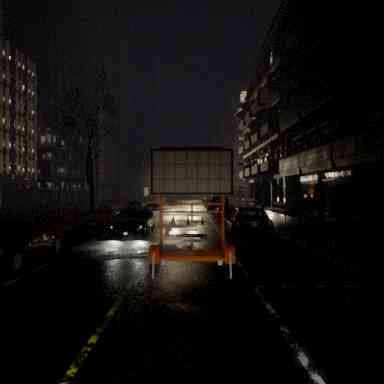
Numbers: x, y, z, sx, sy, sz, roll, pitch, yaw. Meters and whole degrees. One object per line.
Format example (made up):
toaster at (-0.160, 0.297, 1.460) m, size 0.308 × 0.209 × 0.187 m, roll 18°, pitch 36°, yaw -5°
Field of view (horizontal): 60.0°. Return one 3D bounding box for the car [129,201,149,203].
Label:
car at (-5.688, 1.594, 32.861) m, size 1.802 × 1.307 × 4.206 m, roll 0°, pitch 0°, yaw 0°

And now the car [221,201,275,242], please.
car at (2.691, 1.442, 16.261) m, size 1.967 × 1.590 × 4.097 m, roll 0°, pitch 0°, yaw 0°

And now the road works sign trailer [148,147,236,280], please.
road works sign trailer at (0.000, 0.465, 9.931) m, size 2.380 × 3.560 × 2.880 m, roll 0°, pitch 0°, yaw 0°

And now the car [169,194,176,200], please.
car at (-5.682, 1.405, 92.913) m, size 2.192 × 1.841 × 5.009 m, roll 0°, pitch 0°, yaw 0°

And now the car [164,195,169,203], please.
car at (-5.685, 1.581, 60.524) m, size 1.887 × 1.381 × 4.507 m, roll 0°, pitch 0°, yaw 0°

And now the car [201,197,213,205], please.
car at (2.695, 1.587, 60.523) m, size 2.008 × 1.369 × 4.403 m, roll 0°, pitch 0°, yaw 0°

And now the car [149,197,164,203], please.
car at (-5.686, 1.550, 49.289) m, size 1.752 × 1.417 × 4.829 m, roll 0°, pitch 0°, yaw 0°

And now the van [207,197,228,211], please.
van at (2.692, 1.353, 32.859) m, size 1.690 × 1.788 × 3.998 m, roll 0°, pitch 0°, yaw 0°

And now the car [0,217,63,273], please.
car at (-5.690, 1.545, 10.730) m, size 1.887 × 1.381 × 4.507 m, roll 0°, pitch 0°, yaw 0°

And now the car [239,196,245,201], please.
car at (13.434, 1.405, 79.928) m, size 4.403 × 1.369 × 2.008 m, roll -1°, pitch 1°, yaw -1°

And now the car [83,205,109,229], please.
car at (-5.689, 1.530, 21.625) m, size 1.752 × 1.417 × 4.829 m, roll 0°, pitch 0°, yaw 0°

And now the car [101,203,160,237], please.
car at (-3.100, 1.551, 18.167) m, size 2.033 × 1.411 × 5.357 m, roll 0°, pitch 0°, yaw 0°

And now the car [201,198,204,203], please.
car at (2.694, 1.576, 49.457) m, size 2.008 × 1.369 × 4.403 m, roll 0°, pitch 0°, yaw 0°

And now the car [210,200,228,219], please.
car at (2.692, 1.590, 27.327) m, size 1.802 × 1.307 × 4.206 m, roll 0°, pitch 0°, yaw 0°

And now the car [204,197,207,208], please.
car at (2.693, 1.456, 38.392) m, size 1.967 × 1.590 × 4.097 m, roll 0°, pitch 0°, yaw 0°
